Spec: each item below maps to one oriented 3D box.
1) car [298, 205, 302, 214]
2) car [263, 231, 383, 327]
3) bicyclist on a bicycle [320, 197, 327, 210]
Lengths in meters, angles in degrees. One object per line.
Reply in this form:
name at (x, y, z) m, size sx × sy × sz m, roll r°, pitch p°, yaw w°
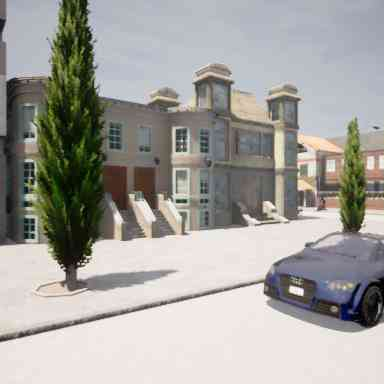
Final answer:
car at (9.423, 1.542, 35.429) m, size 2.128 × 1.511 × 4.902 m, roll 0°, pitch 0°, yaw -36°
car at (3.484, 1.576, 7.076) m, size 4.181 × 1.385 × 1.994 m, roll 0°, pitch 0°, yaw -35°
bicyclist on a bicycle at (15.989, 1.415, 40.685) m, size 1.656 × 1.620 × 0.582 m, roll 0°, pitch 0°, yaw -36°
